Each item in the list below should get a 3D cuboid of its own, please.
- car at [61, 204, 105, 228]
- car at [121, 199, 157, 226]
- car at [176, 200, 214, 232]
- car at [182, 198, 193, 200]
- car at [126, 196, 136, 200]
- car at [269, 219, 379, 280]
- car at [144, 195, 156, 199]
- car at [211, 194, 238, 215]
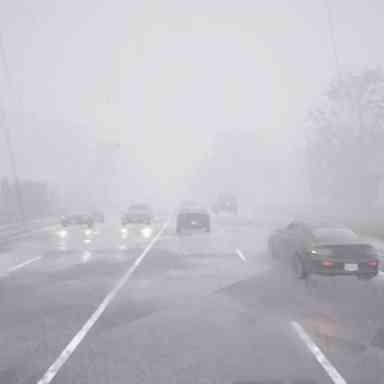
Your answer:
[{"bbox_3d":[-7.156,1.530,22.304,1.812,1.442,4.674,0,0,-1],"label":"car"},{"bbox_3d":[-3.682,1.509,23.278,1.837,1.490,4.892,0,0,-1],"label":"car"},{"bbox_3d":[0.069,1.481,20.229,1.882,1.535,5.008,0,0,0],"label":"car"},{"bbox_3d":[-0.545,1.485,38.612,1.882,1.535,5.008,0,0,-4],"label":"car"},{"bbox_3d":[-11.531,1.477,63.701,1.882,1.535,5.008,0,0,-14],"label":"car"},{"bbox_3d":[3.601,1.527,9.810,1.812,1.442,4.674,0,0,0],"label":"car"},{"bbox_3d":[-8.193,1.358,64.796,2.097,1.767,4.553,0,0,-14],"label":"car"},{"bbox_3d":[3.237,1.229,33.914,2.150,2.045,5.566,0,0,-3],"label":"car"}]
